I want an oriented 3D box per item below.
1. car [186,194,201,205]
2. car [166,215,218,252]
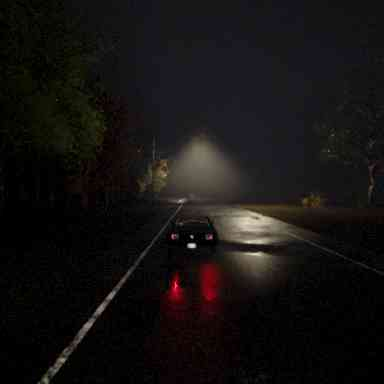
[{"bbox_3d":[-0.005,1.527,58.158,2.033,1.411,5.357,0,0,0],"label":"car"},{"bbox_3d":[-0.001,1.601,13.890,1.895,1.301,4.718,0,0,0],"label":"car"}]
